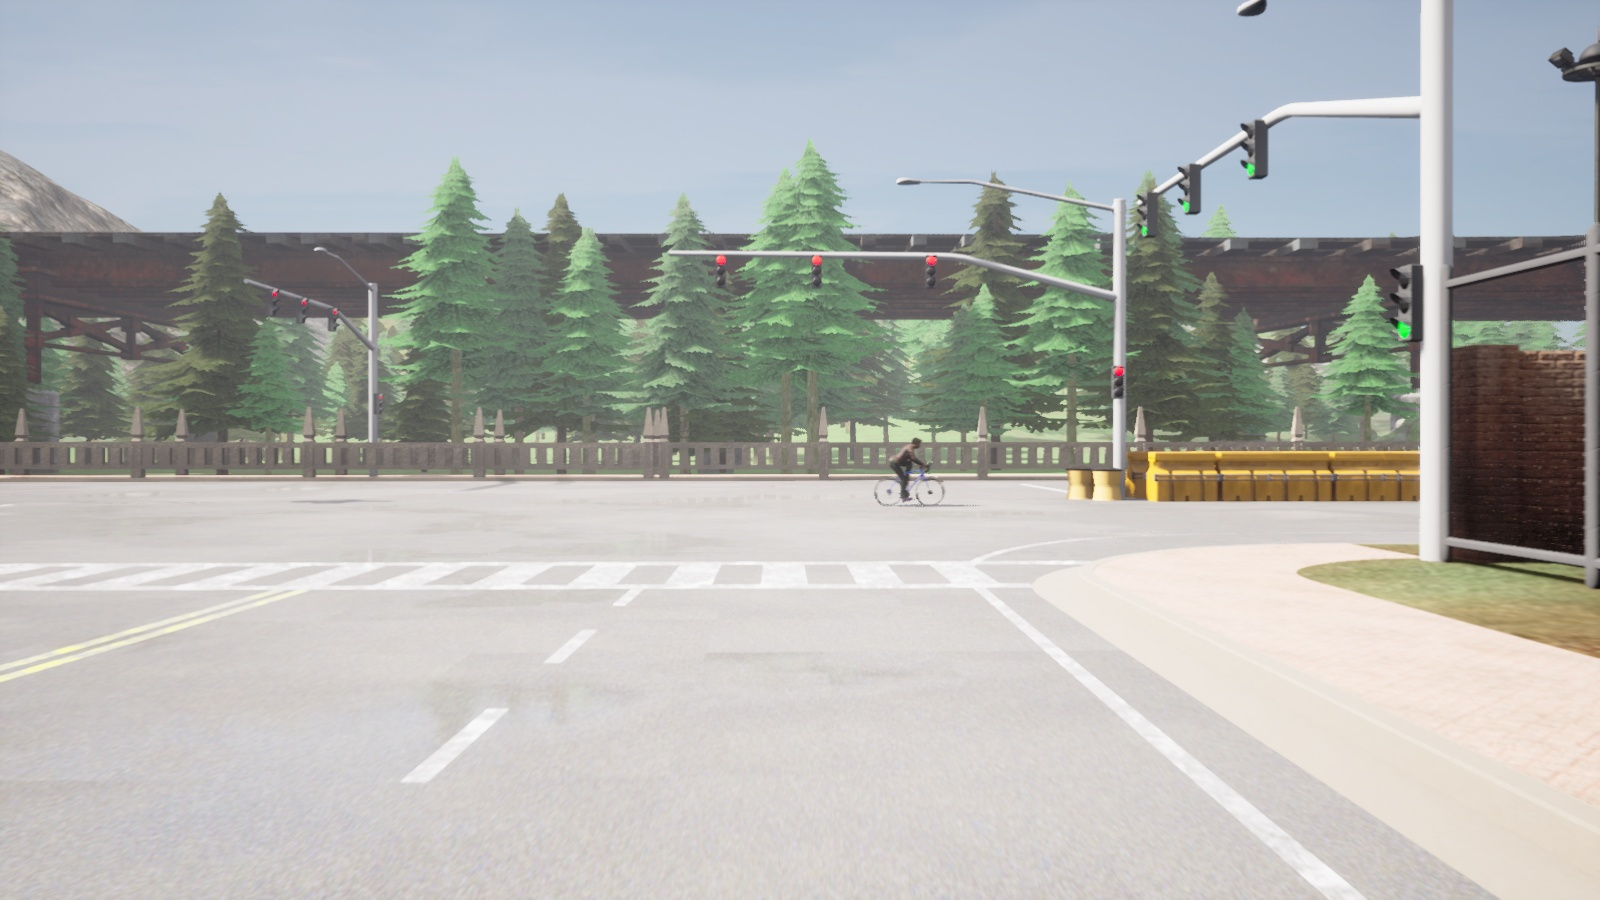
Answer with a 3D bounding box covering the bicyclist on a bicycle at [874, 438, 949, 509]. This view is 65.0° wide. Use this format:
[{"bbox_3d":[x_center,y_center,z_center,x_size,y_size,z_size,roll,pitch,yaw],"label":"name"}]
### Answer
[{"bbox_3d":[2.592,0.536,29.280,1.656,1.620,0.582,0,0,-1],"label":"bicyclist on a bicycle"}]
